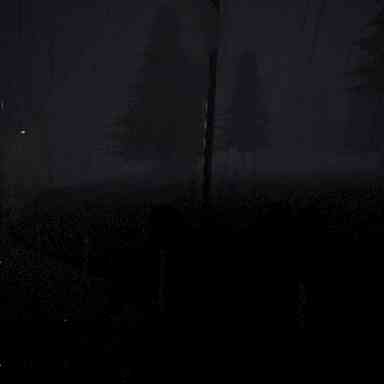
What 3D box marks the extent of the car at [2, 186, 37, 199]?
[{"bbox_3d":[-19.284,-0.010,37.026,2.033,1.411,5.357,3,2,-2],"label":"car"}]
